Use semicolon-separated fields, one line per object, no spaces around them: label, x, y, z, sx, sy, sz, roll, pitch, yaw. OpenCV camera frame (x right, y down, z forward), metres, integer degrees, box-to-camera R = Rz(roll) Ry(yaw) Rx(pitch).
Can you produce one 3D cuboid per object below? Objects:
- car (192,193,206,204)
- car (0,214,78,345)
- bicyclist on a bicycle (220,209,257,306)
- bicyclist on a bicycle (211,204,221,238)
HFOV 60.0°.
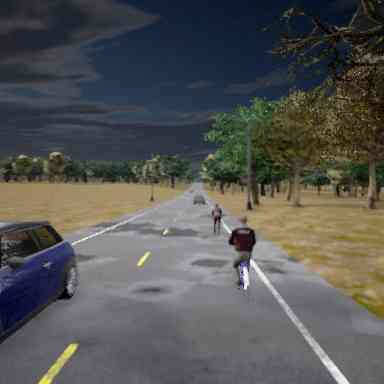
car;1.204;1.239;55.721;2.128;1.511;4.902;0;0;1
car;-3.534;1.332;5.312;2.097;1.767;4.553;0;0;1
bicyclist on a bicycle;1.058;1.348;7.102;0.659;1.776;1.843;0;1;1
bicyclist on a bicycle;1.234;1.398;16.291;0.582;1.620;1.656;0;0;1
